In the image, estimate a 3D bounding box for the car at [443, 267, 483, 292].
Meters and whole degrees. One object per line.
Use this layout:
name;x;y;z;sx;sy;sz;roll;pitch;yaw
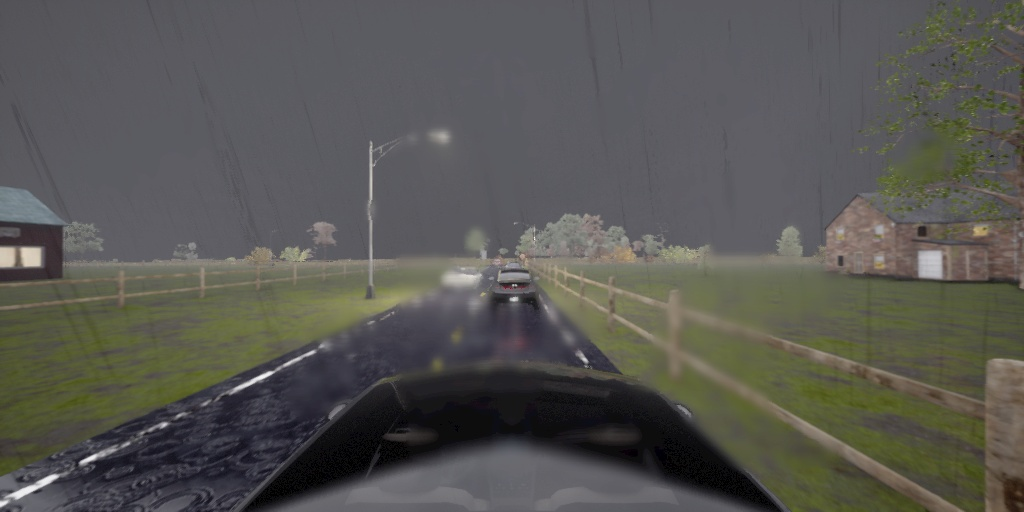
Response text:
car;-2.849;1.345;21.440;1.895;1.301;4.718;0;0;0

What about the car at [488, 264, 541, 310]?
car;0.103;1.251;14.606;1.837;1.490;4.892;0;0;0

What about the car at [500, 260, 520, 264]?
car;0.101;1.284;36.454;2.033;1.411;5.357;0;0;0
